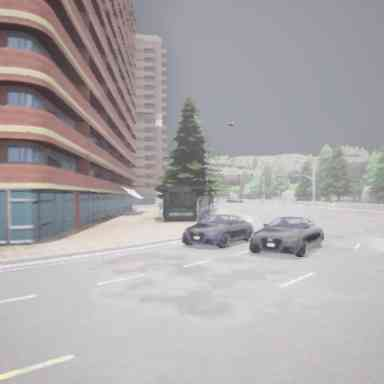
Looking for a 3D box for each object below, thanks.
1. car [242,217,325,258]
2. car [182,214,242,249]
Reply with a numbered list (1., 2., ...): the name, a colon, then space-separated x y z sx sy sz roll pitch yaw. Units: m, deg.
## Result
1. car: 3.978 1.714 13.532 1.994 1.385 4.181 -1 -1 35
2. car: 1.354 1.770 15.817 1.994 1.385 4.181 -1 -1 35
